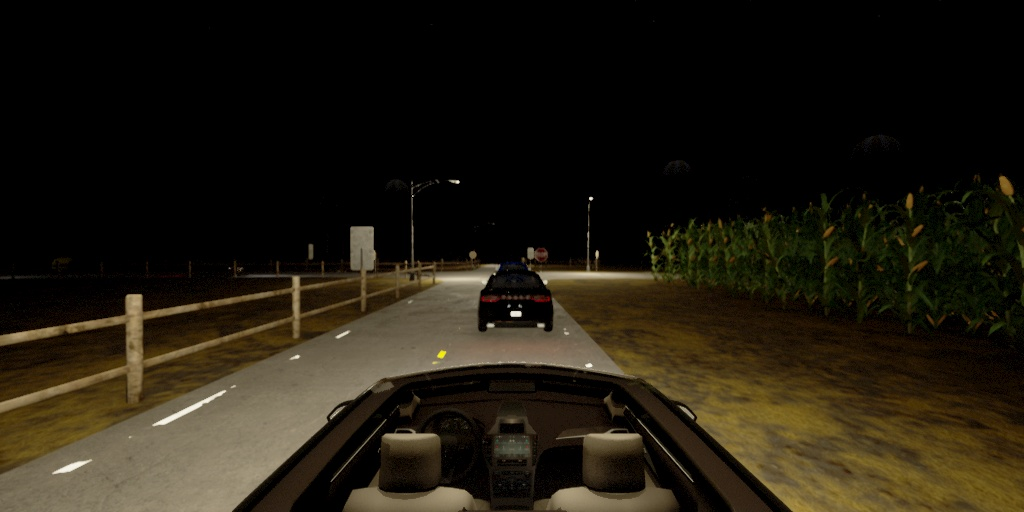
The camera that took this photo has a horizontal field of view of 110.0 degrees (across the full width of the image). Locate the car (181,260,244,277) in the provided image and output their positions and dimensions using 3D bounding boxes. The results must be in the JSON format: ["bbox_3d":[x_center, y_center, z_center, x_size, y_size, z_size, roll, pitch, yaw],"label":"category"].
[{"bbox_3d":[-27.242,1.071,32.771,4.902,1.511,2.128,0,1,0],"label":"car"}]

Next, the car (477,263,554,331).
[{"bbox_3d":[0.080,1.139,10.603,1.882,1.535,5.008,0,0,0],"label":"car"}]
